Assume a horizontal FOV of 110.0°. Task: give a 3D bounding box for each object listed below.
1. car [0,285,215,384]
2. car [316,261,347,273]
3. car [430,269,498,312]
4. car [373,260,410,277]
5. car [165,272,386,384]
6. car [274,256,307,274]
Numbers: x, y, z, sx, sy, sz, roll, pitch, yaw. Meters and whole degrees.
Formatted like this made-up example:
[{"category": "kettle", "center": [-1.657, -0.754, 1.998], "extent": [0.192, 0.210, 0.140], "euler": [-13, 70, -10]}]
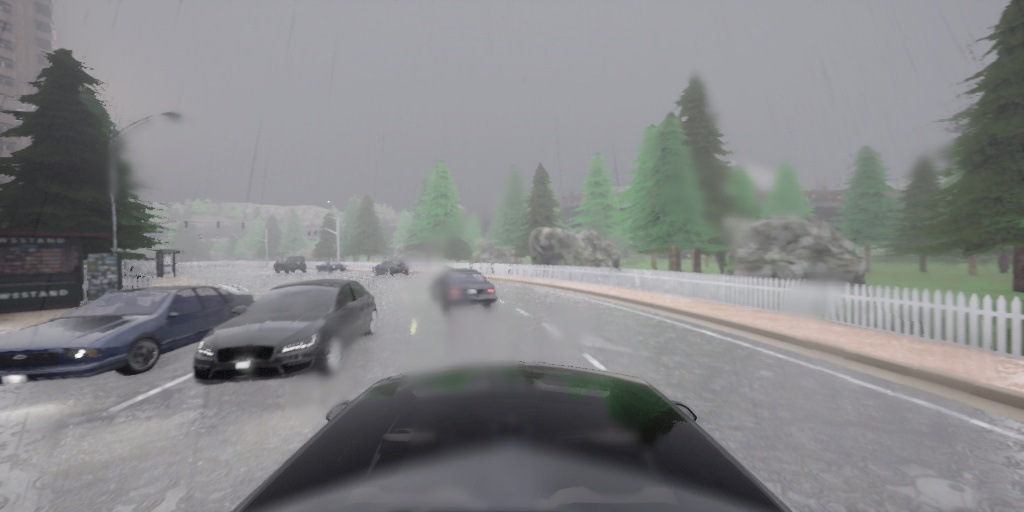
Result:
[{"category": "car", "center": [-7.659, 1.373, 7.774], "extent": [2.033, 1.411, 5.357], "euler": [-1, 1, -11]}, {"category": "car", "center": [-22.309, 1.333, 44.158], "extent": [4.718, 1.301, 1.895], "euler": [-1, 1, 41]}, {"category": "car", "center": [-2.049, 1.215, 13.996], "extent": [2.033, 1.411, 5.357], "euler": [-1, 1, -19]}, {"category": "car", "center": [-11.675, 1.144, 34.605], "extent": [4.892, 1.490, 1.837], "euler": [0, 1, 45]}, {"category": "car", "center": [-4.102, 1.275, 7.391], "extent": [1.837, 1.490, 4.892], "euler": [-1, 0, -9]}, {"category": "car", "center": [-26.904, 1.039, 43.492], "extent": [5.566, 2.045, 2.150], "euler": [-1, 0, 41]}]
